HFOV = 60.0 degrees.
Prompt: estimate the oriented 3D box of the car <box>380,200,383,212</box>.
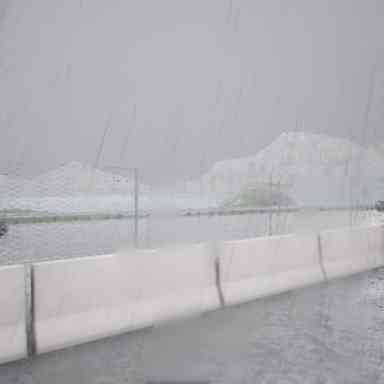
[{"bbox_3d":[22.665,1.207,36.355,5.566,2.045,2.150,0,0,-23],"label":"car"}]
